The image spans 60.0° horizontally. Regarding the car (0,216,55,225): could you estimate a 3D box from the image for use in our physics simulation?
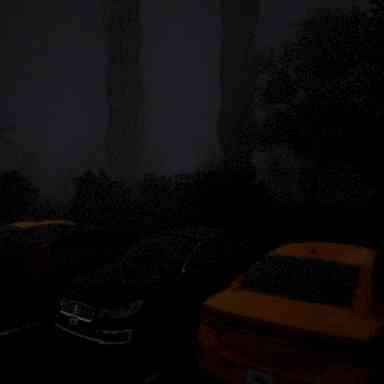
[{"bbox_3d":[-4.799,1.511,9.583,1.946,1.575,5.366,0,0,36],"label":"car"}]

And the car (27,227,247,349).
[{"bbox_3d":[-0.205,1.499,6.533,2.231,1.521,4.892,0,0,36],"label":"car"}]

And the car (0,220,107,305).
[{"bbox_3d":[-2.429,1.539,8.152,2.163,1.488,4.792,0,0,36],"label":"car"}]

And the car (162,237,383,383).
[{"bbox_3d":[2.027,1.486,4.922,2.097,1.535,5.008,0,0,36],"label":"car"}]
